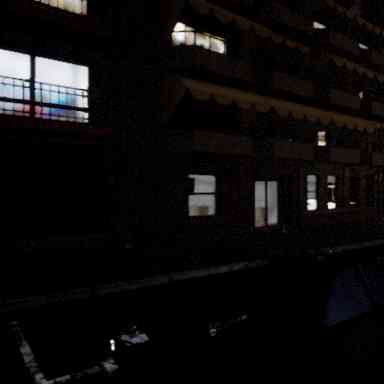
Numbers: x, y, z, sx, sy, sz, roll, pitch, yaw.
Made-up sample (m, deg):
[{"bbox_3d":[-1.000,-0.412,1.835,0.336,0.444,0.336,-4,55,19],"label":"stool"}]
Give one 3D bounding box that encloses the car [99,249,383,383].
[{"bbox_3d":[1.603,1.566,4.533,5.357,1.411,2.033,0,0,-36],"label":"car"}]
